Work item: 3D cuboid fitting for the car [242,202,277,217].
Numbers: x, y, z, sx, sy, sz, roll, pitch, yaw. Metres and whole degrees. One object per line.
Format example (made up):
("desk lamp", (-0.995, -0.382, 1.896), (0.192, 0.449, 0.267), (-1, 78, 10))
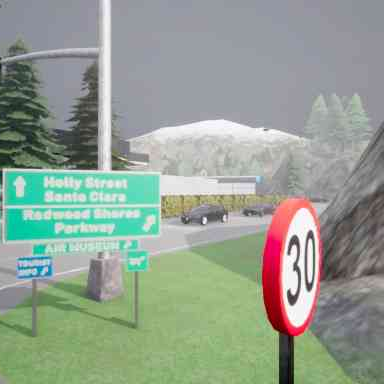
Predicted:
("car", (7.121, 1.739, 34.250), (2.033, 1.411, 5.357), (0, 0, 36))

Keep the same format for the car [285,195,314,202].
("car", (13.415, 1.413, 42.823), (2.150, 2.045, 5.566), (0, 0, 36))

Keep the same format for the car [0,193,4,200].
("car", (-38.569, 1.489, 69.983), (4.514, 1.523, 2.007), (0, 0, 35))

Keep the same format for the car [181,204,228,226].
("car", (1.066, 1.696, 25.929), (1.837, 1.490, 4.892), (0, 0, 36))

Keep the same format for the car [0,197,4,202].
("car", (-12.360, 1.505, 26.044), (1.905, 1.878, 3.866), (0, 0, 35))

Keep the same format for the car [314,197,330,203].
("car", (28.281, 1.787, 74.896), (1.895, 1.301, 4.718), (0, 0, -42))
